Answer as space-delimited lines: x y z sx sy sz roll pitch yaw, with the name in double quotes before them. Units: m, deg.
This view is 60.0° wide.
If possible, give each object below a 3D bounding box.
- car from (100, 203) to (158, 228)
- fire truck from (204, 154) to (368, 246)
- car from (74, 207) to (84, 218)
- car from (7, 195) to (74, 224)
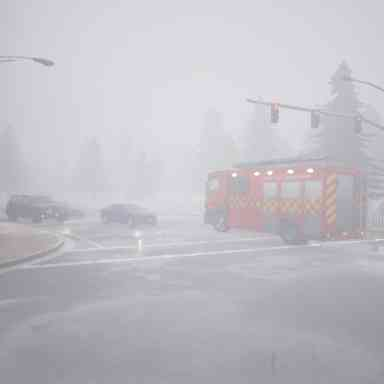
"car" -4.390 1.505 22.772 5.008 1.535 1.882 0 0 45
"fire truck" 4.080 0.394 16.922 2.891 3.827 8.468 1 0 -32
"car" -11.364 1.542 28.716 4.674 1.442 1.812 0 0 33
"car" -11.618 1.220 24.784 5.566 2.045 2.150 0 0 36
